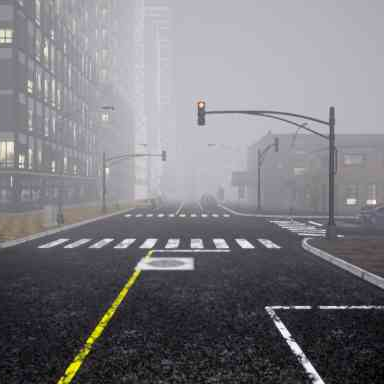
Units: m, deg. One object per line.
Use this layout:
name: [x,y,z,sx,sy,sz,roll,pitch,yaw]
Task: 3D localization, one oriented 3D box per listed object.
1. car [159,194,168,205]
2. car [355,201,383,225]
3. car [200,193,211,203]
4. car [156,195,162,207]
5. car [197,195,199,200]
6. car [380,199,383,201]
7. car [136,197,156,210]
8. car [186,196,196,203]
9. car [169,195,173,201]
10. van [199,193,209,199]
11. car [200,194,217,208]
car: [-5.861,1.553,58.819,1.947,1.339,4.313,-1,0,0]
car: [14.610,1.649,24.680,4.674,1.442,1.812,1,1,0]
car: [2.865,1.212,73.442,2.150,2.045,5.566,0,0,0]
car: [-5.824,1.555,47.529,1.947,1.339,4.313,-1,0,0]
car: [2.482,1.302,58.791,2.192,1.841,5.009,-1,0,0]
car: [16.438,1.415,27.260,5.009,1.841,2.192,1,0,1]
car: [-5.976,1.515,41.715,1.752,1.417,4.829,-1,0,0]
car: [-0.229,1.509,69.674,2.128,1.511,4.902,0,0,0]
car: [-5.955,1.509,86.869,1.752,1.417,4.829,-1,0,0]
van: [2.501,1.329,53.147,1.690,1.788,3.998,-1,0,0]
car: [2.521,1.429,47.503,1.967,1.590,4.097,-1,0,0]
